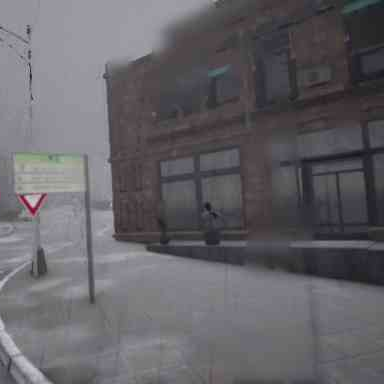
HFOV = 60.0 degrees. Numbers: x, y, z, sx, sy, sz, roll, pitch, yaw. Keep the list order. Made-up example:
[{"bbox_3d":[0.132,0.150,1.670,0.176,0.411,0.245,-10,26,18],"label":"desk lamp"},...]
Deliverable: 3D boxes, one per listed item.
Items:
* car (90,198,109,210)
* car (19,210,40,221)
[{"bbox_3d":[-17.306,2.148,60.687,2.150,2.045,5.566,-5,2,17],"label":"car"},{"bbox_3d":[-22.036,3.087,45.032,1.812,1.442,4.674,-4,-2,-14],"label":"car"}]
